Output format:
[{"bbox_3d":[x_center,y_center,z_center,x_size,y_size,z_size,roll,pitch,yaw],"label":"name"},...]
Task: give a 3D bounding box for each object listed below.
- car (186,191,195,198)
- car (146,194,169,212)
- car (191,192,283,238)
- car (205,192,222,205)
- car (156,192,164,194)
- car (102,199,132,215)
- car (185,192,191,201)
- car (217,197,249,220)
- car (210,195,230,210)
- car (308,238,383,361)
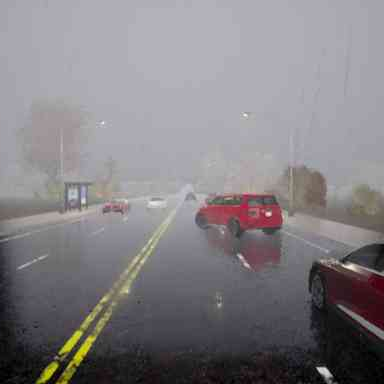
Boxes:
[{"bbox_3d":[-0.330,0.646,77.782,1.882,1.535,5.008,0,1,0],"label":"car"},{"bbox_3d":[-3.468,1.184,33.985,1.812,1.442,4.674,0,1,0],"label":"car"},{"bbox_3d":[2.229,1.050,17.098,2.150,2.045,5.566,-1,0,-25],"label":"car"},{"bbox_3d":[3.058,0.855,48.558,2.097,1.767,4.553,0,1,0],"label":"car"},{"bbox_3d":[-6.796,0.736,70.608,2.128,1.511,4.902,0,1,0],"label":"car"},{"bbox_3d":[-6.703,1.300,30.022,1.895,1.301,4.718,0,1,0],"label":"car"},{"bbox_3d":[-0.222,0.909,59.448,1.812,1.442,4.674,0,1,0],"label":"car"},{"bbox_3d":[3.162,1.212,26.590,1.882,1.535,5.008,0,1,0],"label":"car"},{"bbox_3d":[3.110,1.124,37.590,1.837,1.490,4.892,0,1,0],"label":"car"},{"bbox_3d":[3.244,1.386,4.575,2.033,1.649,4.856,0,1,0],"label":"car"}]
